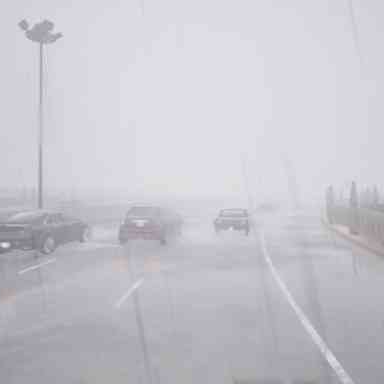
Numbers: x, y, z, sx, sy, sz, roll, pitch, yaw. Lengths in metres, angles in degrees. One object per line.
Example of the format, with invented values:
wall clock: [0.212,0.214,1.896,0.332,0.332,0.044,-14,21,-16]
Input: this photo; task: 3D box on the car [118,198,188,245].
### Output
car: [-1.771,1.347,15.748,2.097,1.767,4.553,0,0,9]

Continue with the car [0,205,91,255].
car: [-5.738,1.484,13.258,1.837,1.490,4.892,0,0,8]

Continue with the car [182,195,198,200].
car: [-0.778,1.366,62.212,2.097,1.767,4.553,0,0,35]

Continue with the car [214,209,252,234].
car: [2.538,1.614,19.522,1.895,1.301,4.718,0,0,13]

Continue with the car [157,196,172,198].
car: [-3.880,1.342,43.241,2.097,1.767,4.553,0,0,26]

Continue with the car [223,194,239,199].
car: [7.530,1.133,67.202,1.882,1.535,5.008,0,0,41]

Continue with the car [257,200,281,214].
car: [8.448,1.565,36.265,1.812,1.442,4.674,0,0,25]

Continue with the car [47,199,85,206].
car: [-12.220,1.460,31.964,1.837,1.490,4.892,0,0,19]
